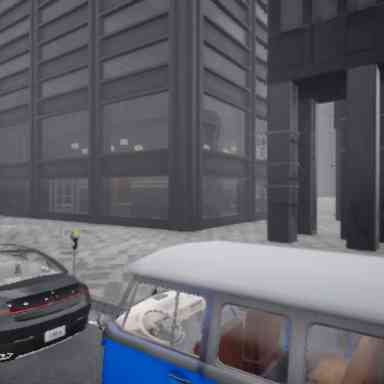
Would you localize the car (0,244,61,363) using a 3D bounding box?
[{"bbox_3d":[-3.498,1.544,5.456,4.403,1.369,2.008,0,0,36],"label":"car"}]

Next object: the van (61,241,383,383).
[{"bbox_3d":[1.091,1.341,2.183,3.998,1.788,1.690,0,0,36],"label":"van"}]
